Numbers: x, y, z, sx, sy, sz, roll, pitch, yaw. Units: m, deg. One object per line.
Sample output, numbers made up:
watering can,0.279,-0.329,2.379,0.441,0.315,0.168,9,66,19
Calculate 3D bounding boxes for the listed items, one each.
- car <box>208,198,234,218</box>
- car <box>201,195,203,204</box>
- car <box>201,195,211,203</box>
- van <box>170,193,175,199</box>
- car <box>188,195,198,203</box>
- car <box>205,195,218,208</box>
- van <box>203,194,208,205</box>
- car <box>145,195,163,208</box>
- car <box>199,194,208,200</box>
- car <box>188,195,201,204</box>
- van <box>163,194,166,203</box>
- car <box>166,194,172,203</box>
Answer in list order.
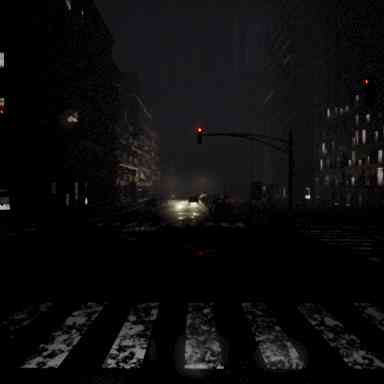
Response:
car,2.736,1.520,29.899,1.887,1.381,4.507,-1,0,0
car,2.805,1.488,52.483,1.887,1.381,4.507,-1,0,0
car,2.862,1.351,69.420,1.967,1.590,4.097,-1,0,0
van,-5.476,1.239,75.060,1.690,1.788,3.998,-1,0,0
car,0.241,1.424,71.018,2.128,1.511,4.902,0,0,0
car,2.751,1.408,35.545,1.967,1.590,4.097,-1,0,0
van,2.785,1.293,46.837,1.690,1.788,3.998,-1,0,0
car,-5.560,1.518,46.829,1.947,1.339,4.313,-1,0,0
car,2.944,1.310,86.357,1.967,1.590,4.097,-1,0,0
car,0.284,1.433,60.817,1.837,1.490,4.892,0,0,0
van,-5.546,1.285,52.475,1.690,1.788,3.998,-1,0,0
car,-5.508,1.467,63.766,1.887,1.381,4.507,-1,0,0
